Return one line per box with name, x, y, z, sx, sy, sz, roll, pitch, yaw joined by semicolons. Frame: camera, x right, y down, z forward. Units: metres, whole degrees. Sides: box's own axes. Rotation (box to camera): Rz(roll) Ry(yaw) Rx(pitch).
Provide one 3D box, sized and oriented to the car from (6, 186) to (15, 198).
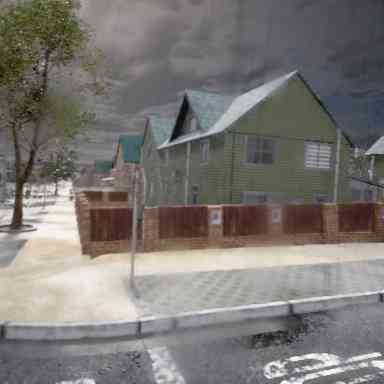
car;-24.492;0.004;43.638;2.128;1.511;4.902;2;1;-20
